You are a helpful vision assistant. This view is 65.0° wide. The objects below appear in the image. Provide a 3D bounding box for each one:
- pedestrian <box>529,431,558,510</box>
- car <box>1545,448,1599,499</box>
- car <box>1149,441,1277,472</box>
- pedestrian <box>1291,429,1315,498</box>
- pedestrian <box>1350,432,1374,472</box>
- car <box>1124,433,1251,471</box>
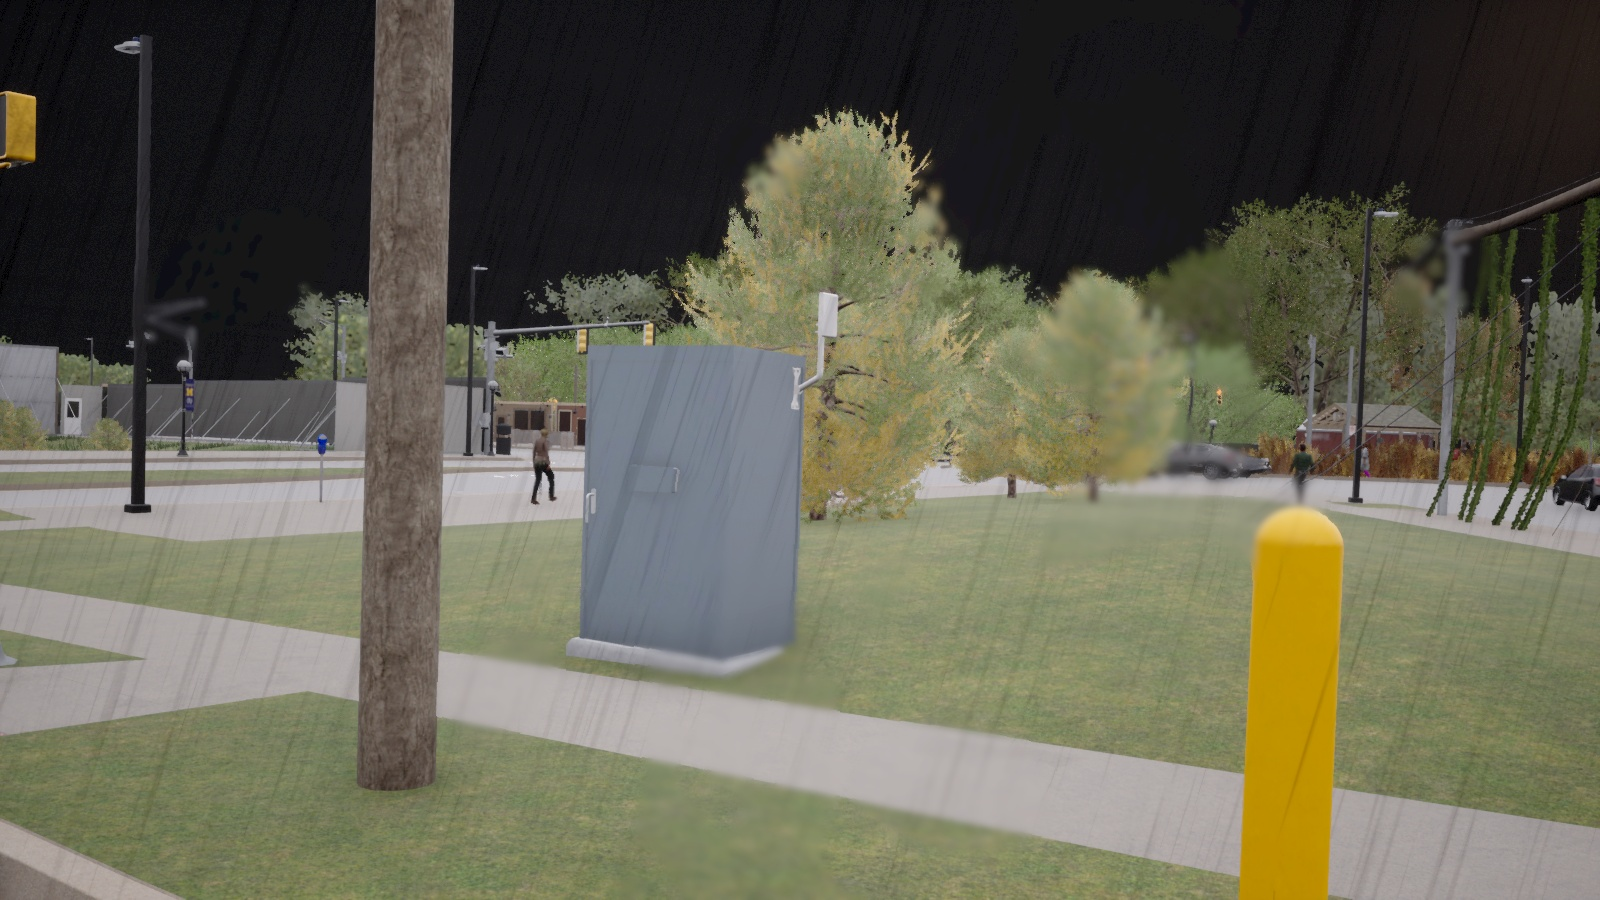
[{"bbox_3d":[-6.057,0.479,29.664,0.331,1.846,0.634,2,2,31],"label":"pedestrian"},{"bbox_3d":[26.326,0.751,41.421,1.845,1.501,3.633,1,2,11],"label":"car"},{"bbox_3d":[19.500,0.292,59.384,5.357,1.411,2.033,0,1,34],"label":"car"},{"bbox_3d":[14.578,0.374,36.425,0.423,1.949,0.788,1,2,8],"label":"pedestrian"},{"bbox_3d":[27.674,0.090,61.798,0.873,1.952,0.659,2,2,41],"label":"pedestrian"},{"bbox_3d":[17.392,0.084,56.400,5.027,1.651,2.152,0,1,34],"label":"car"}]
